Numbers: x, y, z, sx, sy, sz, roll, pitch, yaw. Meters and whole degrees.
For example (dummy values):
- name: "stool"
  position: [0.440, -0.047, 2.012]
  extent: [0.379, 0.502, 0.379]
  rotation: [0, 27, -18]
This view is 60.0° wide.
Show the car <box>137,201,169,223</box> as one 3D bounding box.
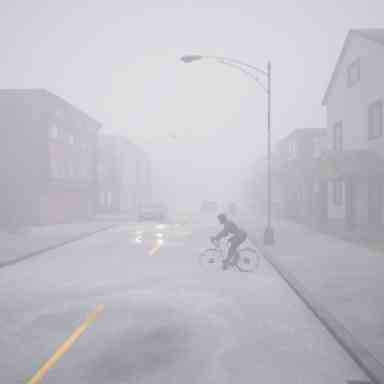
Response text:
- name: "car"
  position: [-2.841, 1.501, 25.322]
  extent: [1.837, 1.490, 4.892]
  rotation: [0, -1, 3]

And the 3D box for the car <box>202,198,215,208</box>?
- name: "car"
  position: [2.447, 1.590, 48.952]
  extent: [1.895, 1.301, 4.718]
  rotation: [0, 0, 3]

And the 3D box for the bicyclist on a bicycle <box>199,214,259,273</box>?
- name: "bicyclist on a bicycle"
  position: [1.006, 1.427, 9.106]
  extent: [1.656, 1.620, 0.582]
  rotation: [-1, 0, 3]

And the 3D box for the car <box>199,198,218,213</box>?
- name: "car"
  position: [1.858, 1.484, 36.981]
  extent: [2.128, 1.511, 4.902]
  rotation: [0, 0, 3]
